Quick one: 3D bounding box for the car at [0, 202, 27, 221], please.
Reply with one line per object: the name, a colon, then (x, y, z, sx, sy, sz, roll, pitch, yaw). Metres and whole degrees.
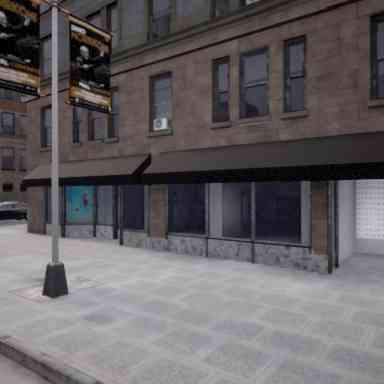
car: (-14.125, 1.539, 25.231, 1.837, 1.490, 4.892, 0, 0, 37)
